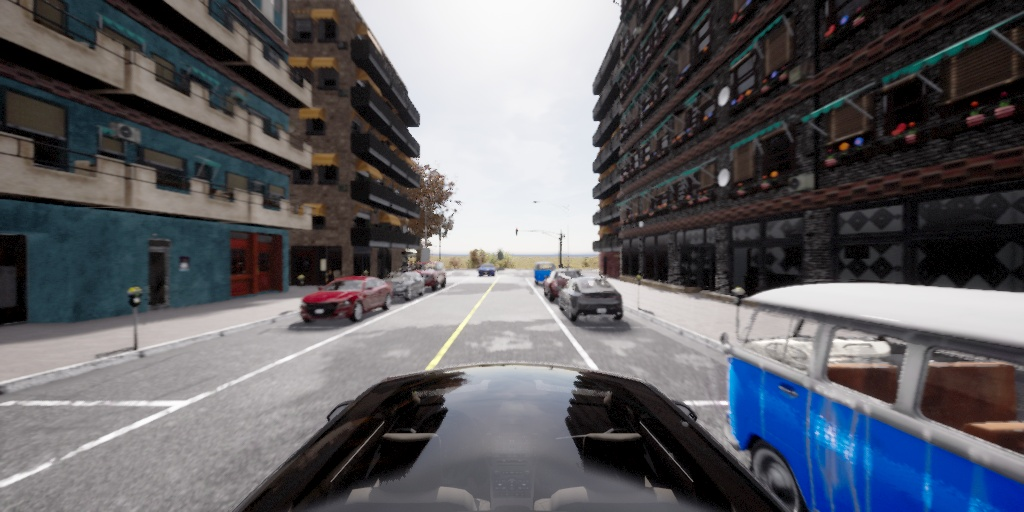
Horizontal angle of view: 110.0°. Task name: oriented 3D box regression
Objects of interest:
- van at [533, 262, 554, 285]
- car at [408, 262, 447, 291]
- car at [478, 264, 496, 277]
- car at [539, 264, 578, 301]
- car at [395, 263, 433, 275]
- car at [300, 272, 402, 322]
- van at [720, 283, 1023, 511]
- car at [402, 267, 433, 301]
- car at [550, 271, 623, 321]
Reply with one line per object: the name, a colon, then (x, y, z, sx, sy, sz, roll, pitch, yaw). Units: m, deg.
van: (2.690, 1.391, 29.894, 1.690, 1.789, 3.998, 0, 0, 0)
car: (-5.690, 1.305, 24.182, 2.192, 1.841, 5.009, 0, 0, 0)
car: (-2.999, 1.676, 43.482, 1.882, 1.535, 5.008, 0, -1, 0)
car: (2.690, 1.372, 18.566, 1.967, 1.591, 4.097, 0, 0, 0)
car: (-14.253, 1.879, 52.373, 5.008, 1.535, 1.882, 1, 0, -1)
car: (-5.691, 1.416, 12.852, 1.888, 1.381, 4.507, 0, 0, 0)
van: (2.690, 1.089, 1.571, 1.690, 1.789, 3.998, 0, 0, 0)
car: (-5.691, 1.482, 18.517, 2.007, 1.370, 4.403, 0, 0, 0)
car: (2.690, 1.422, 12.901, 2.007, 1.370, 4.403, 0, 0, 0)
